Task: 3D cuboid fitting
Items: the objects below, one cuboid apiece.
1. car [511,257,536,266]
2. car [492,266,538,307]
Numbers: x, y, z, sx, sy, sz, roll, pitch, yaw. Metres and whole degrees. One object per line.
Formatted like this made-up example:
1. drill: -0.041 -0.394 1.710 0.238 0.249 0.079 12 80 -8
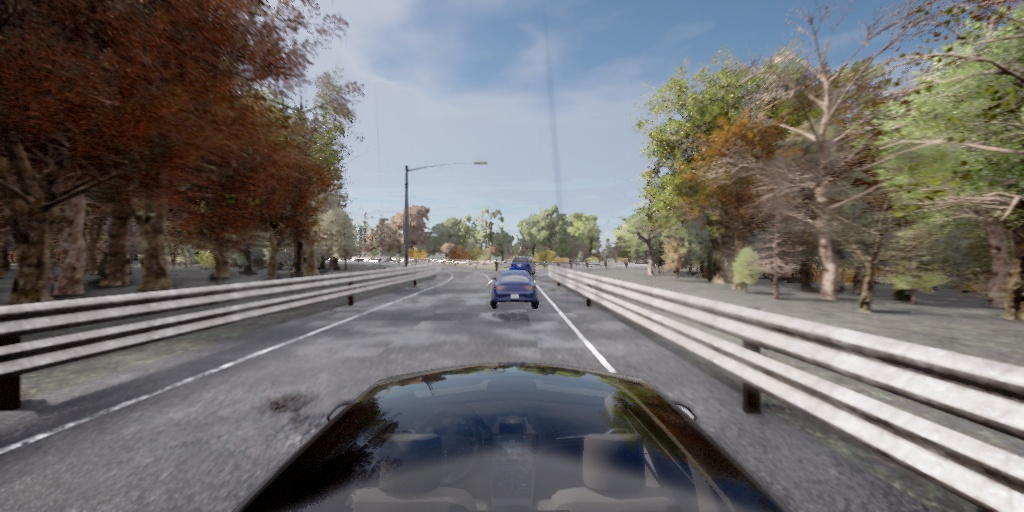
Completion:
1. car: 1.286 1.130 39.183 2.150 2.045 5.566 2 0 10
2. car: 0.104 1.334 15.584 1.812 1.442 4.674 0 0 0
